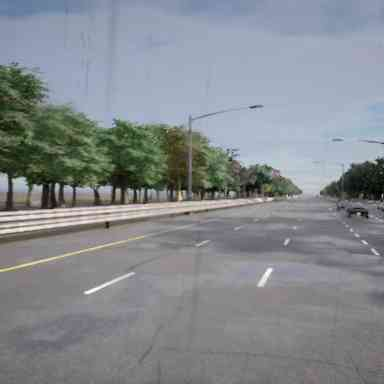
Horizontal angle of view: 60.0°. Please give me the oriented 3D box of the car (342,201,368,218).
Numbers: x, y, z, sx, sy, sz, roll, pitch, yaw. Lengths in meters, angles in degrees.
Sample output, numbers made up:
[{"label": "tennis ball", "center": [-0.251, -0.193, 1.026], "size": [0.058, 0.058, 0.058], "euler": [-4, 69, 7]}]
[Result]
[{"label": "car", "center": [17.198, 1.889, 34.878], "size": [1.837, 1.490, 4.892], "euler": [1, 0, 20]}]

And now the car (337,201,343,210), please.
[{"label": "car", "center": [23.441, 2.088, 51.371], "size": [2.033, 1.411, 5.357], "euler": [1, 0, 23]}]
